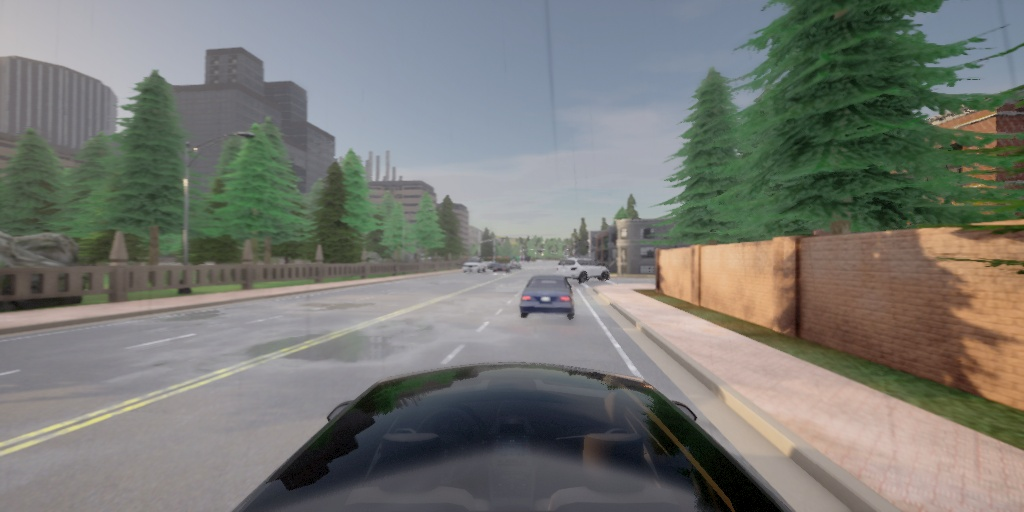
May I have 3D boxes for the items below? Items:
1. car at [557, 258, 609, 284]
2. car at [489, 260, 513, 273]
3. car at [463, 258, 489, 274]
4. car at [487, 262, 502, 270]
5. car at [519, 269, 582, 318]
[{"bbox_3d":[6.144,1.242,30.891,5.566,2.045,2.150,1,-3,-44],"label":"car"},{"bbox_3d":[-1.421,1.668,49.715,1.994,1.385,4.181,0,0,7],"label":"car"},{"bbox_3d":[-5.071,1.288,48.732,2.150,2.045,5.566,0,0,7],"label":"car"},{"bbox_3d":[-3.106,1.766,64.385,1.994,1.385,4.181,0,0,8],"label":"car"},{"bbox_3d":[1.362,1.399,13.530,2.033,1.411,5.357,0,0,7],"label":"car"}]
